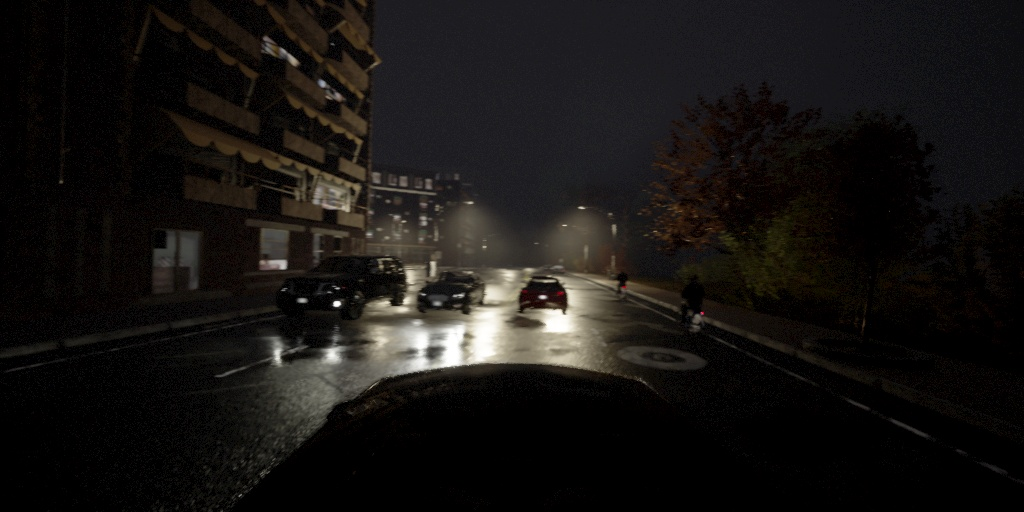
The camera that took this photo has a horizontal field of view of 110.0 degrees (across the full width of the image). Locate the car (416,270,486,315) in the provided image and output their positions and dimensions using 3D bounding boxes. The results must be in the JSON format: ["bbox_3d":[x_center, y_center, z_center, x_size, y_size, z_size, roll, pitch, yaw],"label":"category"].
[{"bbox_3d":[-2.214,1.338,14.208,2.128,1.511,4.902,2,-1,6],"label":"car"}]

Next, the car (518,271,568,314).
[{"bbox_3d":[1.347,1.536,15.349,1.994,1.385,4.181,2,-1,6],"label":"car"}]

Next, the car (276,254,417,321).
[{"bbox_3d":[-5.599,0.946,12.800,2.150,2.045,5.566,2,-1,6],"label":"car"}]

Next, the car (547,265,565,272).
[{"bbox_3d":[7.344,2.252,57.675,2.033,1.411,5.357,2,-1,1],"label":"car"}]

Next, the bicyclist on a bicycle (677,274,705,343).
[{"bbox_3d":[4.875,1.379,9.844,0.659,1.776,1.843,2,-1,6],"label":"bicyclist on a bicycle"}]

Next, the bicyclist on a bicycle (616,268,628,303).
[{"bbox_3d":[5.745,1.525,18.877,0.659,1.776,1.843,2,-1,5],"label":"bicyclist on a bicycle"}]
